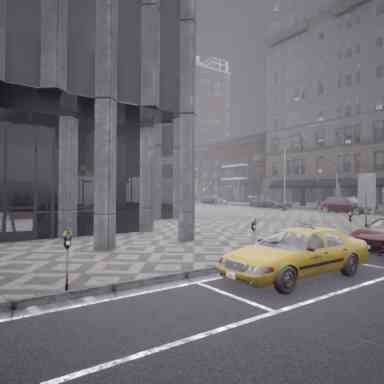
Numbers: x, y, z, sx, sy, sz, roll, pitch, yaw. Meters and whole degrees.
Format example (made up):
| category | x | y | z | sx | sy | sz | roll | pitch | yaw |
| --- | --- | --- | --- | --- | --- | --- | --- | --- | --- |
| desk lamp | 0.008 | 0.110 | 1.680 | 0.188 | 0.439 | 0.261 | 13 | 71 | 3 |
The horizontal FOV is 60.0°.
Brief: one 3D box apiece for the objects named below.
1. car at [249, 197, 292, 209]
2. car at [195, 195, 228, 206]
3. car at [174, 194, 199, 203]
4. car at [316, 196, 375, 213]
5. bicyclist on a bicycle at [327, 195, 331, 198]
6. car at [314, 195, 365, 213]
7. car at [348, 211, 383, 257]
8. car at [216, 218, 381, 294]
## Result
| category | x | y | z | sx | sy | sz | roll | pitch | yaw |
| --- | --- | --- | --- | --- | --- | --- | --- | --- | --- |
| car | 9.055 | 1.307 | 39.020 | 2.033 | 1.411 | 5.357 | 1 | 0 | -36 |
| car | 3.094 | 1.155 | 47.477 | 2.128 | 1.511 | 4.902 | 1 | 0 | -35 |
| car | -1.014 | 1.082 | 58.747 | 2.128 | 1.511 | 4.902 | 1 | 0 | -35 |
| car | 14.576 | 1.198 | 31.210 | 2.097 | 1.767 | 4.553 | 1 | 0 | -35 |
| bicyclist on a bicycle | 16.332 | 1.158 | 39.536 | 1.656 | 1.620 | 0.582 | 0 | 0 | -35 |
| car | 15.577 | 1.205 | 35.341 | 2.097 | 1.767 | 4.553 | 1 | 0 | -35 |
| car | 7.535 | 1.547 | 12.148 | 4.507 | 1.381 | 1.887 | 0 | 1 | -36 |
| car | 2.821 | 1.527 | 8.777 | 4.829 | 1.417 | 1.752 | 0 | 1 | -36 |
